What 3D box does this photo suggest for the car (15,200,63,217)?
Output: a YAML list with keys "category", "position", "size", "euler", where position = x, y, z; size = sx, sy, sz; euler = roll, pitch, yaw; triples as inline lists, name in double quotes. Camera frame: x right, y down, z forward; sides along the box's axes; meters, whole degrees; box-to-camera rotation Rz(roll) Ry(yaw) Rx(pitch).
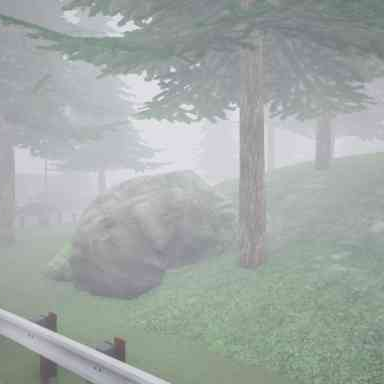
- category: "car"
  position: [-13.278, 1.490, 27.867]
  size: [1.837, 1.490, 4.892]
  euler: [0, 0, 35]
